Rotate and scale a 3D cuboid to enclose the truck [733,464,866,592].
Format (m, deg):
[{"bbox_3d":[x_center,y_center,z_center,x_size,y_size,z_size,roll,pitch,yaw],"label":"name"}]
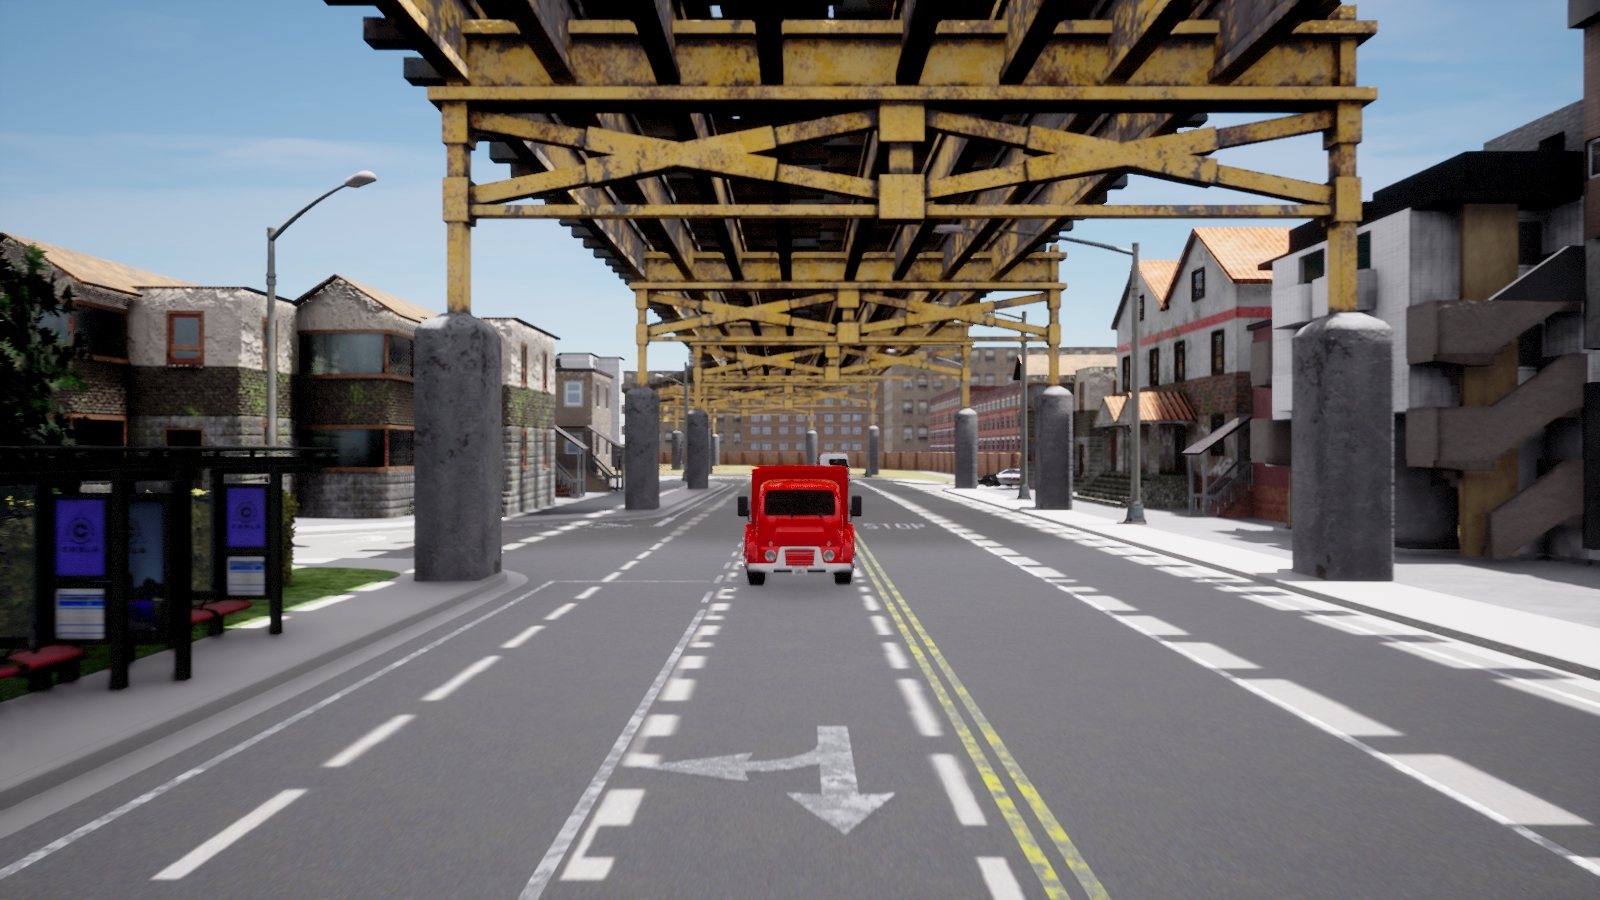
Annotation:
[{"bbox_3d":[-0.009,1.571,25.158,2.627,2.467,5.204,0,0,0],"label":"truck"}]
